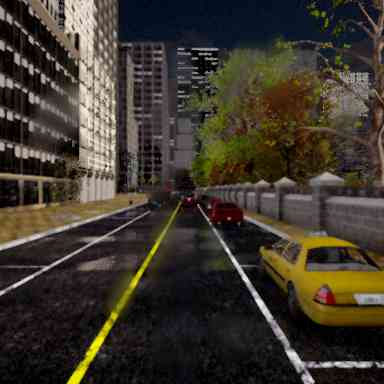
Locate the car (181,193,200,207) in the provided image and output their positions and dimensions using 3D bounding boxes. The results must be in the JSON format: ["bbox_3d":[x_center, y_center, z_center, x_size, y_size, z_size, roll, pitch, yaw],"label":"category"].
[{"bbox_3d":[-0.404,1.056,45.105,2.097,1.767,4.553,0,0,0],"label":"car"}]

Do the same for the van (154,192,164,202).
[{"bbox_3d":[-6.161,0.928,62.354,1.690,1.788,3.998,0,0,-1],"label":"van"}]

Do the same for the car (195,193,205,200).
[{"bbox_3d":[1.712,0.948,73.472,1.967,1.590,4.097,0,0,-1],"label":"car"}]

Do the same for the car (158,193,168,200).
[{"bbox_3d":[-6.311,1.035,73.265,1.752,1.417,4.829,0,0,-1],"label":"car"}]

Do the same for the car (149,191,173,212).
[{"bbox_3d":[-3.174,0.991,35.363,2.150,2.045,5.566,0,0,-1],"label":"car"}]

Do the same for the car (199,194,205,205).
[{"bbox_3d":[2.171,1.303,40.178,1.947,1.339,4.313,0,0,-1],"label":"car"}]

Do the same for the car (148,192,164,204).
[{"bbox_3d":[-6.084,0.941,56.813,2.192,1.841,5.009,0,0,-1],"label":"car"}]

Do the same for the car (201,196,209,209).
[{"bbox_3d":[2.248,1.357,34.629,1.802,1.307,4.206,0,0,-1],"label":"car"}]

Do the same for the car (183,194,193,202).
[{"bbox_3d":[-0.687,1.096,61.681,1.837,1.490,4.892,0,0,-1],"label":"car"}]

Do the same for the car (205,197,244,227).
[{"bbox_3d":[2.096,1.340,21.445,1.882,1.535,5.008,0,0,-1],"label":"car"}]

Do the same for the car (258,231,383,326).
[{"bbox_3d":[2.546,1.480,7.058,1.752,1.417,4.829,0,0,0],"label":"car"}]

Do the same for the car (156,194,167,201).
[{"bbox_3d":[-6.237,1.130,67.896,1.802,1.307,4.206,0,0,-1],"label":"car"}]

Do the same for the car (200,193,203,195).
[{"bbox_3d":[2.018,1.229,51.276,1.947,1.339,4.313,0,0,-1],"label":"car"}]

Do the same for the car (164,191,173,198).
[{"bbox_3d":[-6.398,0.706,90.056,2.192,1.841,5.009,0,0,-1],"label":"car"}]

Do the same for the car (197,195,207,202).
[{"bbox_3d":[1.865,1.168,62.375,1.802,1.307,4.206,0,0,-1],"label":"car"}]
